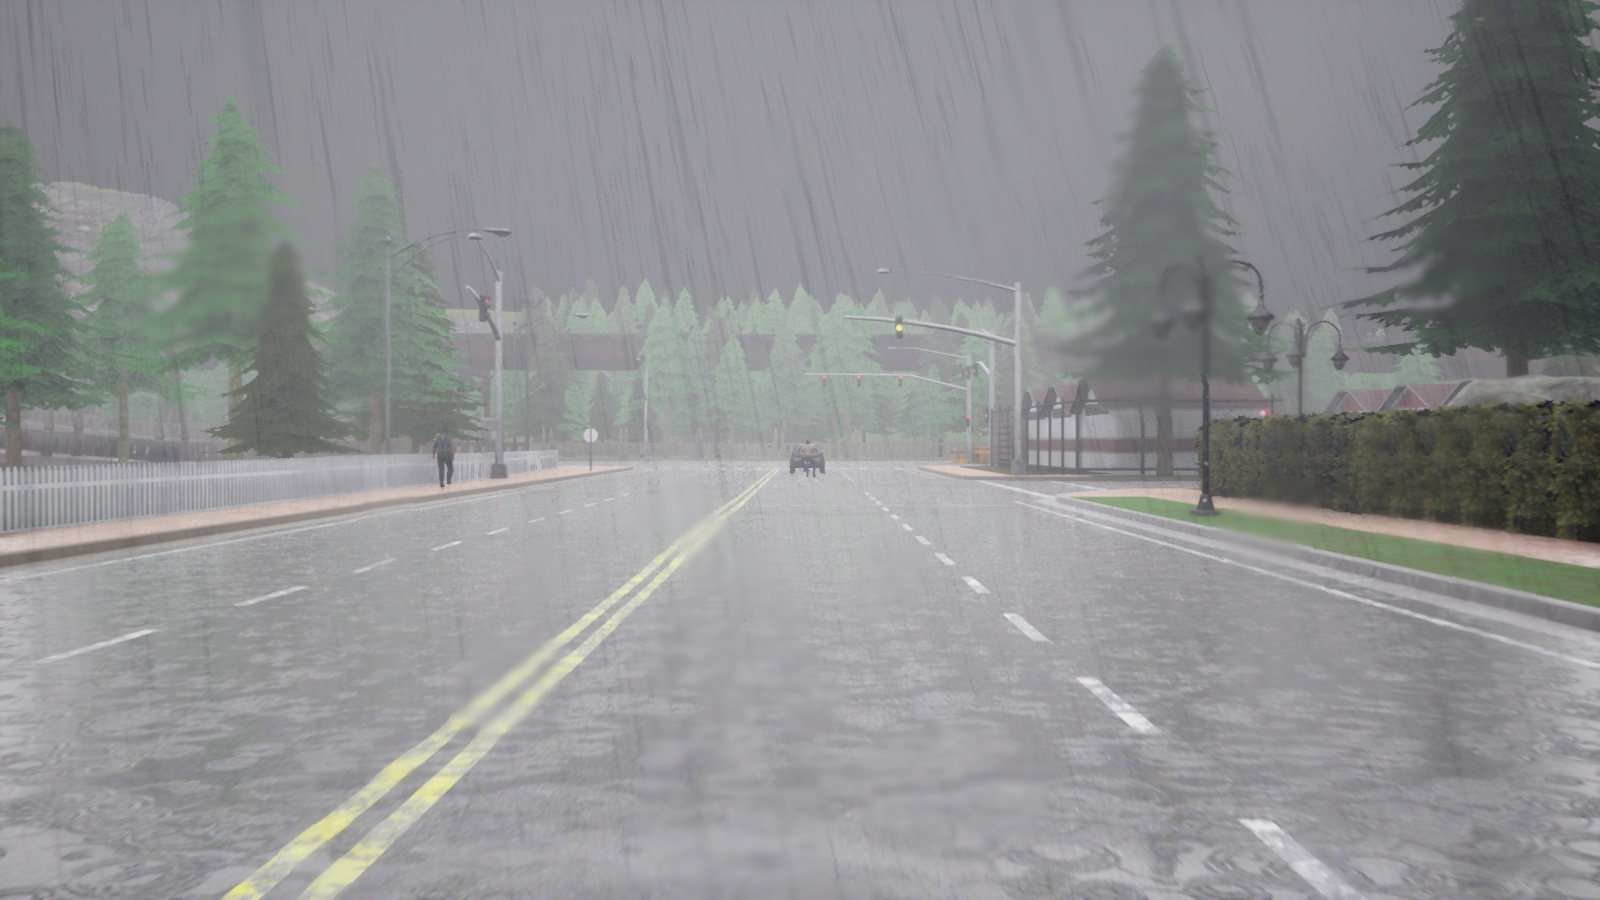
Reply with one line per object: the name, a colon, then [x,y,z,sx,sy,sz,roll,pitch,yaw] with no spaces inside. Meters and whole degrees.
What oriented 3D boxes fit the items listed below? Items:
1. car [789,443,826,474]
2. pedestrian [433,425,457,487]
car: [0.372,0.406,62.878,1.816,1.474,4.193,0,0,0]
pedestrian: [-10.708,0.183,37.845,0.540,1.848,0.694,0,0,-1]
